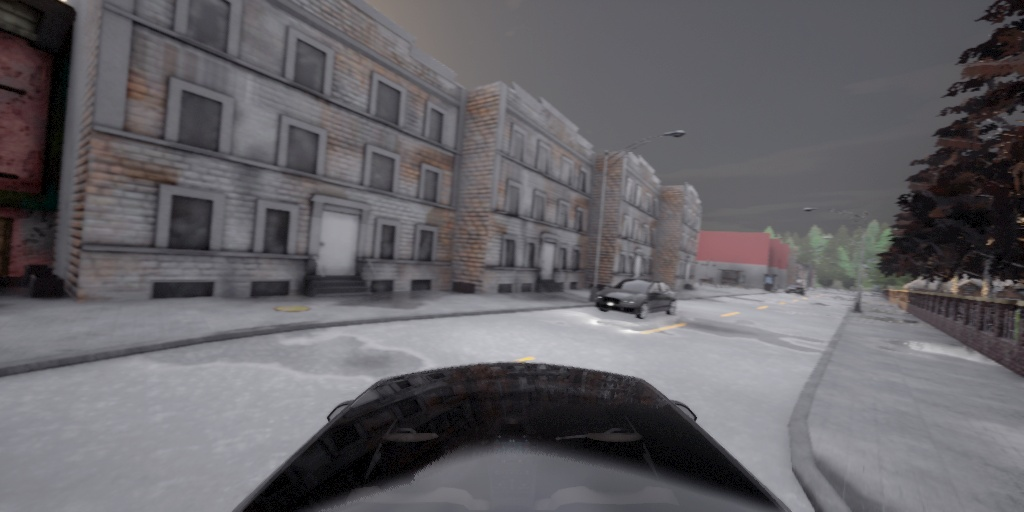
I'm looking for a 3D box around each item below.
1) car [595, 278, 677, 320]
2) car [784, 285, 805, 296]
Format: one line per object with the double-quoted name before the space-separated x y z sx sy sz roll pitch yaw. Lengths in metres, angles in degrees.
"car" 5.434 1.718 15.289 1.837 1.490 4.892 5 0 44
"car" 40.235 4.801 50.921 1.994 1.385 4.181 5 0 45
